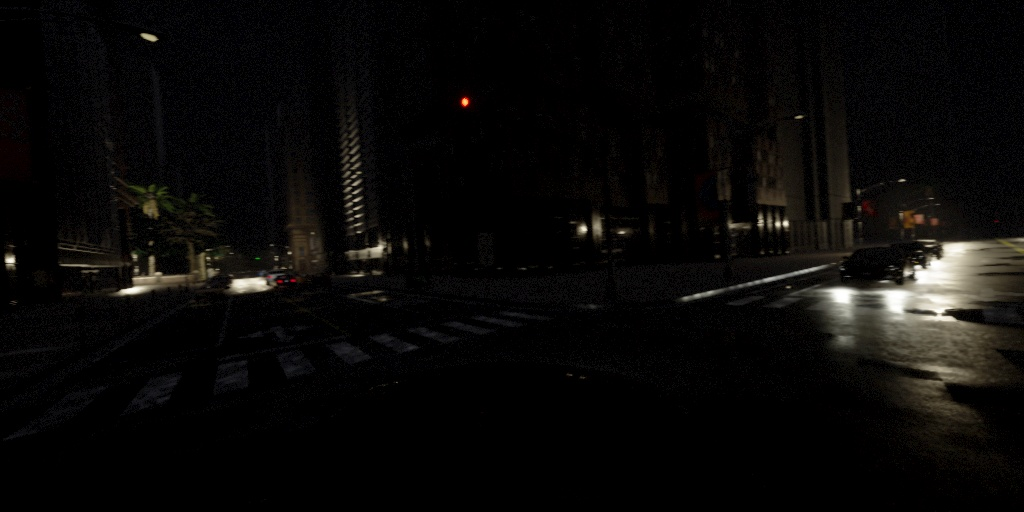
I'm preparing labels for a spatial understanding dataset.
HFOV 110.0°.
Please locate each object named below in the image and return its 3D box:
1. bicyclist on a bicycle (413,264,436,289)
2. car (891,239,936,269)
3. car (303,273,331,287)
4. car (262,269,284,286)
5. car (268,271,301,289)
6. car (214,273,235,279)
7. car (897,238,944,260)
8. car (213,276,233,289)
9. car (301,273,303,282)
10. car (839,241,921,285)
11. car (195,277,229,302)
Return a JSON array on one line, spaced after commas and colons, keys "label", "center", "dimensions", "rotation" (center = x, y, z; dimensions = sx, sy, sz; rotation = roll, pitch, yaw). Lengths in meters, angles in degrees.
[{"label": "bicyclist on a bicycle", "center": [-5.735, 1.326, 23.416], "dimensions": [1.656, 1.620, 0.582], "rotation": [-5, 1, -37]}, {"label": "car", "center": [23.840, -0.045, 21.703], "dimensions": [4.892, 1.490, 1.837], "rotation": [-3, 0, -37]}, {"label": "car", "center": [-20.410, 2.469, 37.992], "dimensions": [1.888, 1.381, 4.507], "rotation": [0, 0, -37]}, {"label": "car", "center": [-31.729, 2.848, 48.166], "dimensions": [2.150, 2.045, 5.566], "rotation": [-4, 0, -37]}, {"label": "car", "center": [-25.362, 2.794, 39.865], "dimensions": [2.033, 1.411, 5.357], "rotation": [-4, 0, -37]}, {"label": "car", "center": [-37.043, 3.319, 45.741], "dimensions": [2.192, 1.841, 5.009], "rotation": [0, 0, -37]}, {"label": "car", "center": [32.104, -0.506, 27.972], "dimensions": [4.902, 1.511, 2.128], "rotation": [-3, 0, -37]}, {"label": "car", "center": [-33.751, 3.389, 41.433], "dimensions": [1.802, 1.307, 4.207], "rotation": [0, 0, -37]}, {"label": "car", "center": [-27.097, 2.842, 46.742], "dimensions": [1.751, 1.417, 4.829], "rotation": [0, 0, -37]}, {"label": "car", "center": [16.280, 0.338, 15.957], "dimensions": [5.008, 1.535, 1.882], "rotation": [-3, 0, -36]}, {"label": "car", "center": [-23.770, 2.745, 28.372], "dimensions": [1.751, 1.417, 4.829], "rotation": [0, 0, -37]}]
